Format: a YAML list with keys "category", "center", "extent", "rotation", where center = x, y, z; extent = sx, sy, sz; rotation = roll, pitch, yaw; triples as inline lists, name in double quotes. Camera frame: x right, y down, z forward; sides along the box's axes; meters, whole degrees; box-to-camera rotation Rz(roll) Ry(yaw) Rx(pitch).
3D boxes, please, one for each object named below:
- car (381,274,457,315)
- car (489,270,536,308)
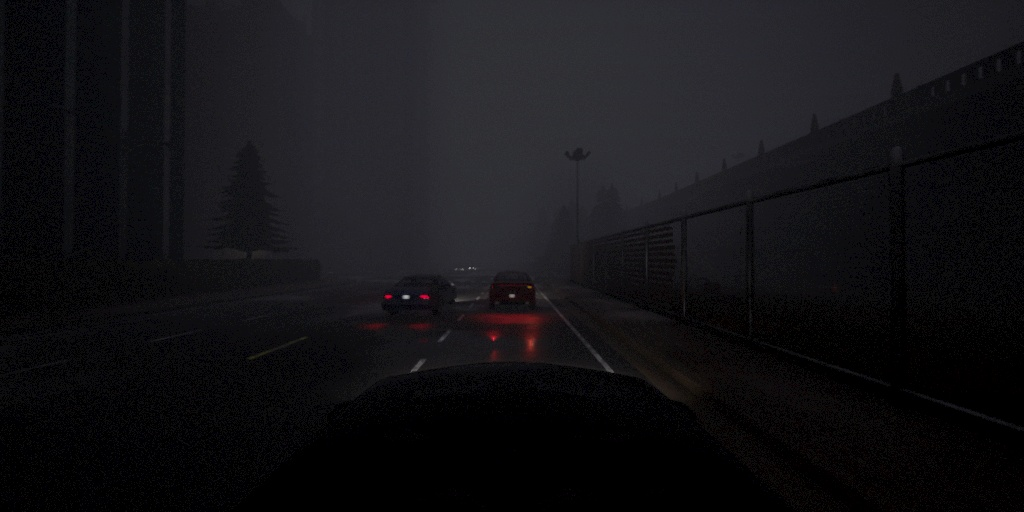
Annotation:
- category: "car"
  center: [-3.492, 1.431, 14.347]
  extent: [2.033, 1.411, 5.357]
  rotation: [0, -1, 0]
- category: "car"
  center: [0.024, 1.379, 16.064]
  extent: [1.882, 1.535, 5.008]
  rotation: [0, 0, 0]
